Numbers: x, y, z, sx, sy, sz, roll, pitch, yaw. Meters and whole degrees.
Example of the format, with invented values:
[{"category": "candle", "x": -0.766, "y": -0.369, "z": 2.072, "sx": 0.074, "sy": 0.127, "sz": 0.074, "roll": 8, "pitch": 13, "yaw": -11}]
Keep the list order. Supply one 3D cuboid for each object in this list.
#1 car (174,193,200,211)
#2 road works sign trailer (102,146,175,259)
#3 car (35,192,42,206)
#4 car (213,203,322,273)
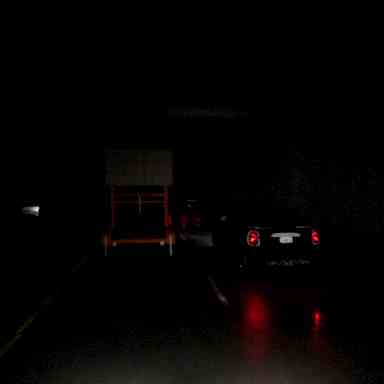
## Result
[{"category": "car", "x": -0.518, "y": 0.865, "z": 29.550, "sx": 2.128, "sy": 1.511, "sz": 4.902, "roll": 0, "pitch": 1, "yaw": -8}, {"category": "road works sign trailer", "x": -1.832, "y": 0.217, "z": 11.638, "sx": 2.380, "sy": 3.560, "sz": 2.880, "roll": 0, "pitch": 1, "yaw": -7}, {"category": "car", "x": -16.293, "y": 0.710, "z": 37.508, "sx": 2.128, "sy": 1.511, "sz": 4.902, "roll": 0, "pitch": 1, "yaw": -12}, {"category": "car", "x": 1.997, "y": 1.133, "z": 10.127, "sx": 2.097, "sy": 1.767, "sz": 4.553, "roll": 0, "pitch": 1, "yaw": -7}]
